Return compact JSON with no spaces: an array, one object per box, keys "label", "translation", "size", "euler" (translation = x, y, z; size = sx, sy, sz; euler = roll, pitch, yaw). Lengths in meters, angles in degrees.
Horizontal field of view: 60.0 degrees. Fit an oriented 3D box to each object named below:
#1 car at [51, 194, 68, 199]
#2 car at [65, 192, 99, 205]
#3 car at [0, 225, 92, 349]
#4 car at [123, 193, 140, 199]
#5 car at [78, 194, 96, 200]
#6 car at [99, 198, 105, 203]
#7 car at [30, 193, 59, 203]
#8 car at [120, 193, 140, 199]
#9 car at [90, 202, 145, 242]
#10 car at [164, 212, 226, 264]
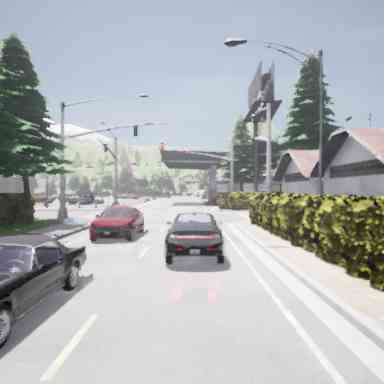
[{"label":"car","translation":[-35.178,1.146,88.433],"size":[3.806,1.475,1.970],"euler":[0,0,-1]},{"label":"car","translation":[-16.817,0.940,50.827],"size":[3.866,1.878,1.905],"euler":[0,0,-1]},{"label":"car","translation":[-3.595,1.584,6.245],"size":[1.895,1.301,4.718],"euler":[0,0,0]},{"label":"car","translation":[-16.585,1.091,91.549],"size":[4.514,1.523,2.007],"euler":[0,0,-1]},{"label":"car","translation":[-24.105,1.113,76.514],"size":[3.633,1.501,1.845],"euler":[0,0,-1]},{"label":"car","translation":[-16.228,1.215,54.156],"size":[3.806,1.475,1.970],"euler":[0,0,-1]},{"label":"car","translation":[-24.707,0.952,54.060],"size":[4.605,1.855,1.932],"euler":[0,0,-1]},{"label":"car","translation":[-16.512,1.091,88.412],"size":[5.027,1.636,2.152],"euler":[0,0,-1]},{"label":"car","translation":[-3.539,1.433,16.397],"size":[1.882,1.535,5.008],"euler":[0,0,0]},{"label":"car","translation":[0.089,1.459,11.697],"size":[2.128,1.511,4.902],"euler":[0,0,0]}]
